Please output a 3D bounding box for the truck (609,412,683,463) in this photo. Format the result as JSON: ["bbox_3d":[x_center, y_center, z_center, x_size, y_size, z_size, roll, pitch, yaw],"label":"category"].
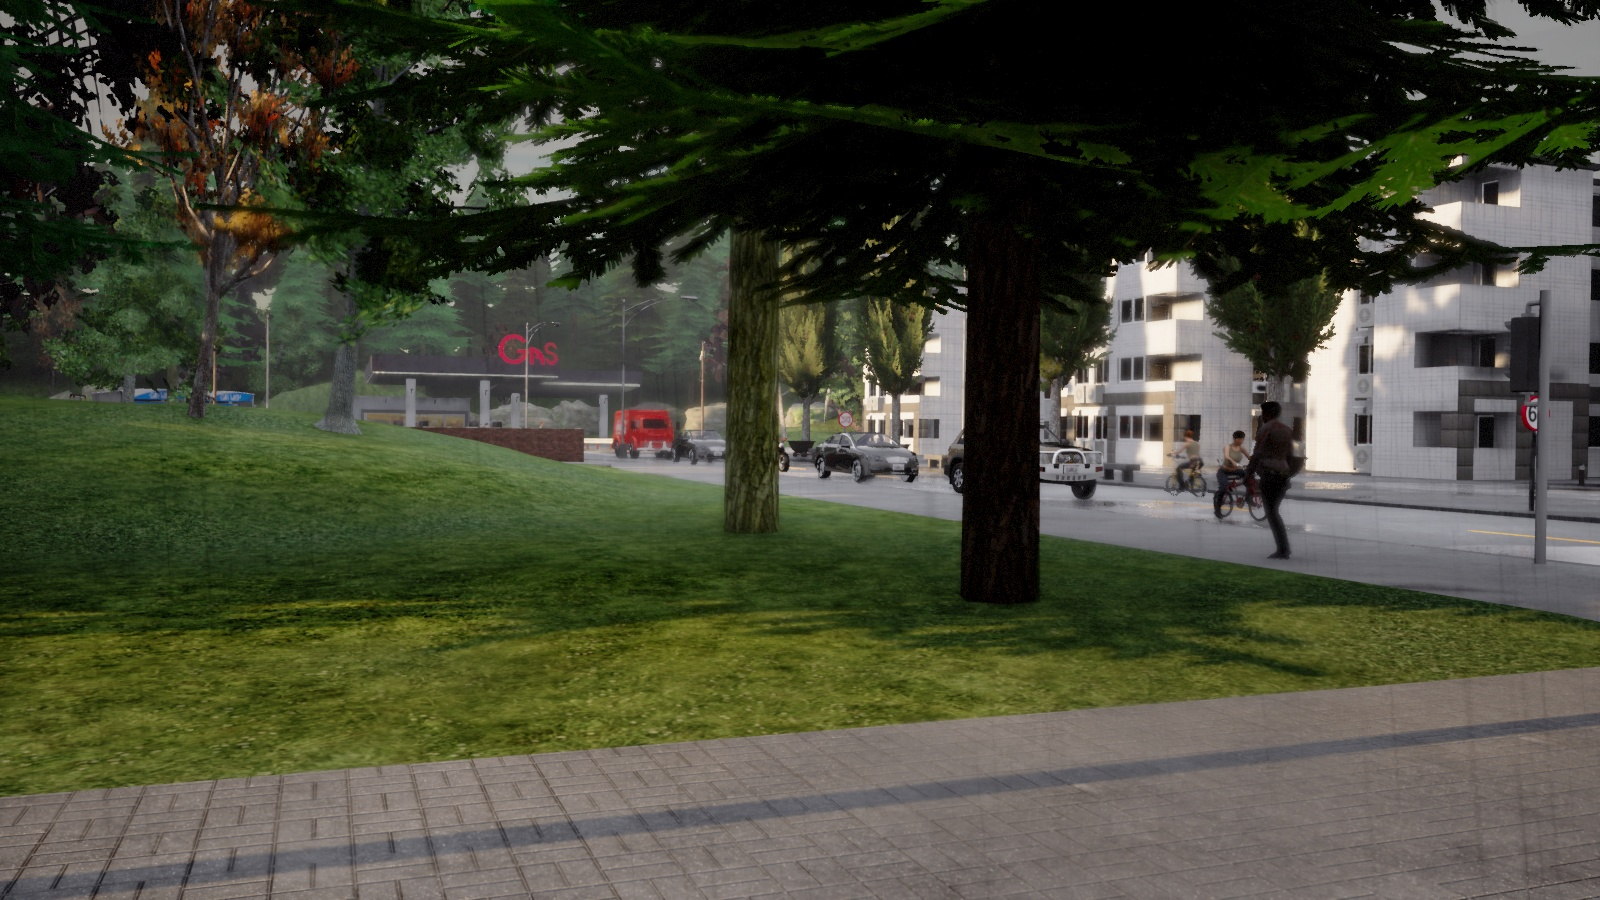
[{"bbox_3d":[-8.029,-0.659,65.033,2.627,2.467,5.204,-1,1,-20],"label":"truck"}]

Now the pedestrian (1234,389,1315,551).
[{"bbox_3d":[5.455,0.213,14.462,0.328,1.805,0.869,-1,1,-26],"label":"pedestrian"}]

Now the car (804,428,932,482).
[{"bbox_3d":[1.986,0.106,38.546,2.128,1.511,4.902,-1,1,-21],"label":"car"}]

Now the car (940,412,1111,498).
[{"bbox_3d":[5.250,0.071,29.922,1.932,1.855,4.605,-1,1,-21],"label":"car"}]

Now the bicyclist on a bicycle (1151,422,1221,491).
[{"bbox_3d":[9.341,0.139,30.430,0.866,1.612,1.509,-1,1,-21],"label":"bicyclist on a bicycle"}]

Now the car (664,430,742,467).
[{"bbox_3d":[-4.336,-0.097,55.233,2.128,1.511,4.902,-1,1,-21],"label":"car"}]

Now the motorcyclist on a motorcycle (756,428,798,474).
[{"bbox_3d":[-0.862,0.008,46.063,0.766,1.649,2.350,-1,1,-21],"label":"motorcyclist on a motorcycle"}]

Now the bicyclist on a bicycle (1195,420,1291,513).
[{"bbox_3d":[8.000,0.278,22.736,0.866,1.612,1.509,-1,1,-20],"label":"bicyclist on a bicycle"}]
